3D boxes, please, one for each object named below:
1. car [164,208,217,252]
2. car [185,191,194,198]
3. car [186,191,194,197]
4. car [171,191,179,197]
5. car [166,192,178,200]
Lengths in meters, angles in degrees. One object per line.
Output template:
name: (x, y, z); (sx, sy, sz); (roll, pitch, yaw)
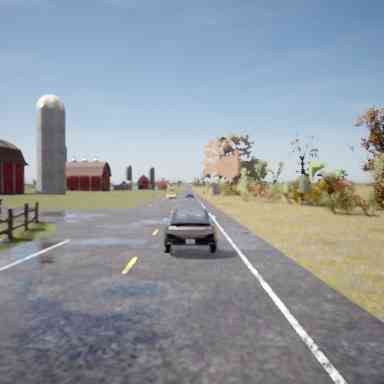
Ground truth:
car: (-0.050, 1.357, 13.128); (2.128, 1.511, 4.902); (0, 1, 0)
car: (-0.543, 0.732, 76.692); (1.812, 1.442, 4.674); (0, 1, 0)
car: (-0.614, 0.531, 86.690); (2.033, 1.411, 5.357); (0, 1, 0)
car: (-4.075, 0.486, 81.227); (1.895, 1.301, 4.718); (0, 1, 0)
car: (-3.979, 0.807, 65.520); (1.882, 1.535, 5.008); (0, 1, 0)
